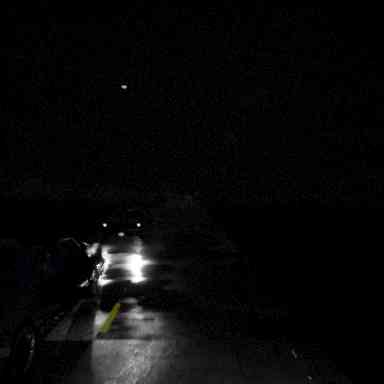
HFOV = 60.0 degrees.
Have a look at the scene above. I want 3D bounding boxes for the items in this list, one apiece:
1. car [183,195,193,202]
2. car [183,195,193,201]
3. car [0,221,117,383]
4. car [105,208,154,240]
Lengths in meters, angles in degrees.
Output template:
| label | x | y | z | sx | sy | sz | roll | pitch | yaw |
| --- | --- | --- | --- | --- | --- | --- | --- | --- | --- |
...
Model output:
| label | x | y | z | sx | sy | sz | roll | pitch | yaw |
| --- | --- | --- | --- | --- | --- | --- | --- | --- | --- |
| car | -0.712 | 1.425 | 71.502 | 1.812 | 1.442 | 4.674 | 0 | -1 | -1 |
| car | -0.940 | 1.408 | 81.642 | 1.837 | 1.490 | 4.892 | 0 | -1 | 8 |
| car | -2.897 | 1.506 | 5.572 | 2.033 | 1.411 | 5.357 | 0 | 1 | -1 |
| car | -2.996 | 1.468 | 16.271 | 1.895 | 1.301 | 4.718 | 0 | 0 | 0 |
